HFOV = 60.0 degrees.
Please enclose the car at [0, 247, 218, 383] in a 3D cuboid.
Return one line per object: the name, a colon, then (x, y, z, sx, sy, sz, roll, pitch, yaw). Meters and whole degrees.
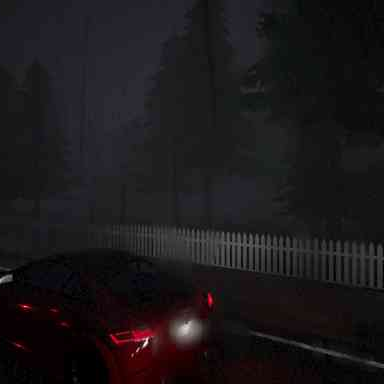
car: (-1.709, 1.564, 4.996, 4.181, 1.385, 1.994, 0, 0, 35)
